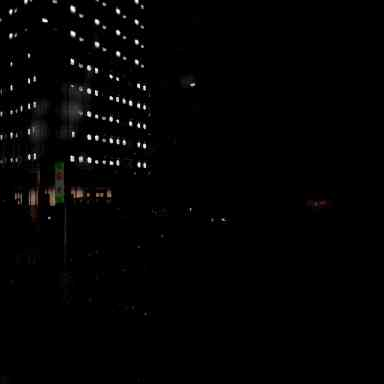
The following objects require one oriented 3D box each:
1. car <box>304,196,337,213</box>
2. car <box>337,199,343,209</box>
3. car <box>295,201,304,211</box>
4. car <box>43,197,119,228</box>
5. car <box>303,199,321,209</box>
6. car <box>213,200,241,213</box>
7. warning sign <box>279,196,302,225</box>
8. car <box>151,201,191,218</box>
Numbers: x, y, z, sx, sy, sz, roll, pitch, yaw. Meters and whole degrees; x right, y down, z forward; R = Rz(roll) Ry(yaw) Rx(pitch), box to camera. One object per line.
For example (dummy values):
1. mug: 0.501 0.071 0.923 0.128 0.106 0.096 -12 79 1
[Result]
1. car: 16.400 1.502 42.254 2.150 2.045 5.566 0 -1 34
2. car: 21.914 1.817 51.071 1.882 1.535 5.008 0 0 31
3. car: 14.118 1.900 44.697 1.895 1.301 4.718 0 -1 33
4. car: -7.813 1.366 24.113 2.150 2.045 5.566 0 -1 34
5. car: 19.136 1.880 52.758 1.812 1.442 4.674 0 0 31
6. car: 4.449 1.761 42.096 1.882 1.535 5.008 0 0 34
7. warning sign: 6.804 1.251 22.976 1.300 1.860 1.060 0 0 34
8. car: -1.943 1.717 32.697 1.837 1.490 4.892 0 -1 35
